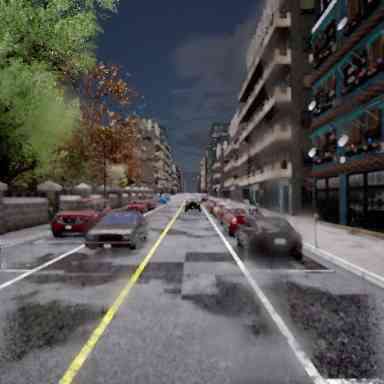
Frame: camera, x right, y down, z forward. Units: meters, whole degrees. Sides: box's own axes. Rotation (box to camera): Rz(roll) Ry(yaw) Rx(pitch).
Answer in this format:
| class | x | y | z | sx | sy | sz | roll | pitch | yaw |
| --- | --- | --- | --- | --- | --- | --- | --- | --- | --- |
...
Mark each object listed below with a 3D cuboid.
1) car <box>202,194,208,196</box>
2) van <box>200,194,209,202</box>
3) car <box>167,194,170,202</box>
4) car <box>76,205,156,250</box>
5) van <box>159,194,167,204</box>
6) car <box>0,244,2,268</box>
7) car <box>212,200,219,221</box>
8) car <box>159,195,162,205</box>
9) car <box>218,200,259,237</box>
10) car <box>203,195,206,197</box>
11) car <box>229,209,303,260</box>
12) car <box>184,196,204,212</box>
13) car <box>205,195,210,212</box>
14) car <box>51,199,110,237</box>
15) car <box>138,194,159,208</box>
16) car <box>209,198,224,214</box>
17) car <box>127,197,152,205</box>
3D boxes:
| class | x | y | z | sx | sy | sz | roll | pitch | yaw |
| --- | --- | --- | --- | --- | --- | --- | --- | --- | --- |
| car | 2.693 | 1.366 | 67.500 | 1.967 | 1.590 | 4.097 | 1 | 0 | 0 |
| van | 2.694 | 1.261 | 73.023 | 1.690 | 1.788 | 3.998 | 1 | 0 | 0 |
| car | -5.643 | 1.497 | 61.980 | 1.947 | 1.339 | 4.313 | 1 | 0 | 0 |
| car | -2.999 | 1.531 | 14.467 | 2.033 | 1.411 | 5.357 | 0 | 0 | 0 |
| van | -5.666 | 1.278 | 56.456 | 1.690 | 1.788 | 3.998 | 1 | 0 | 0 |
| car | -5.675 | 1.558 | 6.746 | 1.947 | 1.339 | 4.313 | 1 | 0 | 0 |
| car | 2.710 | 1.518 | 23.312 | 1.887 | 1.381 | 4.507 | 1 | 0 | 0 |
| car | -5.664 | 1.494 | 45.410 | 1.887 | 1.381 | 4.507 | 1 | 0 | 0 |
| car | 2.710 | 1.420 | 17.790 | 1.967 | 1.590 | 4.097 | 1 | 0 | 0 |
| car | 2.716 | 1.474 | 45.577 | 1.752 | 1.417 | 4.829 | 1 | 0 | 0 |
| car | 2.707 | 1.552 | 12.267 | 1.947 | 1.339 | 4.313 | 1 | 0 | 0 |
| car | 0.111 | 1.482 | 38.793 | 1.812 | 1.442 | 4.674 | 0 | 0 | 0 |
| car | 2.715 | 1.401 | 34.360 | 1.967 | 1.590 | 4.097 | 1 | 0 | 0 |
| car | -5.667 | 1.295 | 17.793 | 2.192 | 1.841 | 5.009 | 1 | 0 | 0 |
| car | -5.661 | 1.270 | 39.886 | 2.192 | 1.841 | 5.009 | 1 | 0 | 0 |
| car | 2.712 | 1.492 | 29.007 | 1.752 | 1.417 | 4.829 | 1 | 0 | 0 |
| car | -5.667 | 1.506 | 34.363 | 1.887 | 1.381 | 4.507 | 1 | 0 | 0 |
